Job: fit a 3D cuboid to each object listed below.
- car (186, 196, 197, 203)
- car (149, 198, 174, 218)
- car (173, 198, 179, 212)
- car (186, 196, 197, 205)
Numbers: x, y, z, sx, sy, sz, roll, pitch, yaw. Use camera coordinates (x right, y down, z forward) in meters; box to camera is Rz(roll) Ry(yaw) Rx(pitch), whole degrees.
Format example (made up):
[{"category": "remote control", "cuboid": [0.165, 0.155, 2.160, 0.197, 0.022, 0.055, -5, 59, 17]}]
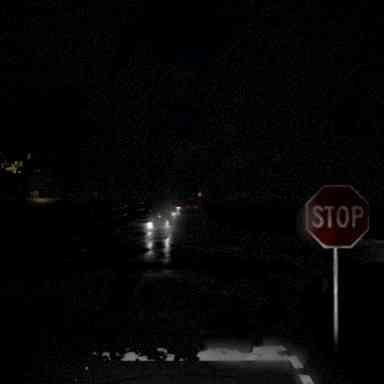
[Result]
[{"category": "car", "cuboid": [-0.099, 1.590, 70.833, 2.128, 1.511, 4.902, 0, 0, 0]}, {"category": "car", "cuboid": [-2.867, 1.563, 30.478, 1.812, 1.442, 4.674, 0, 0, -1]}, {"category": "car", "cuboid": [-2.904, 1.544, 40.077, 1.882, 1.535, 5.008, 0, 0, 0]}, {"category": "car", "cuboid": [-0.084, 1.675, 60.547, 1.812, 1.442, 4.674, 0, 0, 0]}]
